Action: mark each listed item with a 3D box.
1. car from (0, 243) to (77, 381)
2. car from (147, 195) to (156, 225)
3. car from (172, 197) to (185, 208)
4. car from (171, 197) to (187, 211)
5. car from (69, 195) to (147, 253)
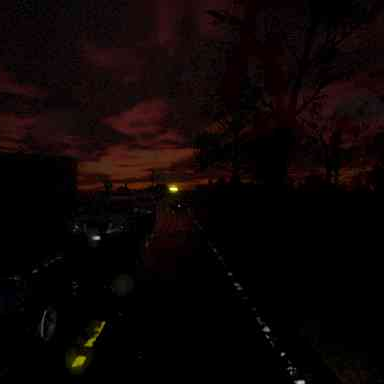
[{"bbox_3d":[-2.955,1.605,3.516,1.895,1.301,4.718,0,0,-2],"label":"car"},{"bbox_3d":[-3.852,1.243,24.706,2.150,2.045,5.566,0,0,-2],"label":"car"},{"bbox_3d":[-2.064,1.562,50.960,1.812,1.442,4.674,0,0,-2],"label":"car"},{"bbox_3d":[-1.614,1.597,41.017,1.994,1.385,4.181,0,0,-3],"label":"car"},{"bbox_3d":[-3.402,1.235,14.233,2.150,2.045,5.566,0,0,-2],"label":"car"}]
